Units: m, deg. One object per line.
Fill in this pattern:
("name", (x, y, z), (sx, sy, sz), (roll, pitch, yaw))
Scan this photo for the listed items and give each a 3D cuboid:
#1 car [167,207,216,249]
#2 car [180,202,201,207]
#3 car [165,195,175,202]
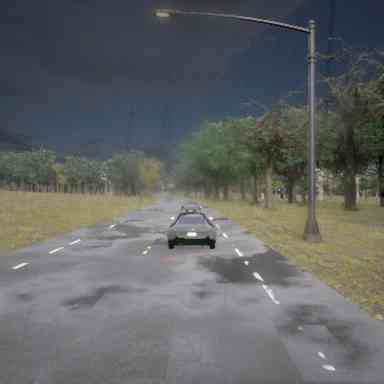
("car", (-0.007, 1.584, 14.657), (1.994, 1.385, 4.181), (0, 0, 0))
("car", (-0.137, 1.599, 29.678), (2.033, 1.411, 5.357), (0, 0, -1))
("car", (-5.076, 1.557, 75.846), (1.837, 1.490, 4.892), (0, 0, -3))
